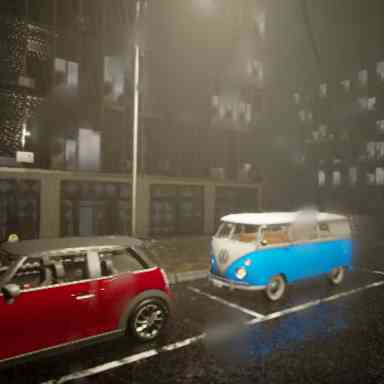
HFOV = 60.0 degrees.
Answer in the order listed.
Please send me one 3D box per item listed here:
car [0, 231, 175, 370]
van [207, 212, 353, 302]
[{"bbox_3d":[-2.359,1.448,4.866,4.097,1.590,1.967,1,0,-36],"label":"car"},{"bbox_3d":[2.262,1.410,8.163,3.998,1.788,1.690,1,0,-36],"label":"van"}]
